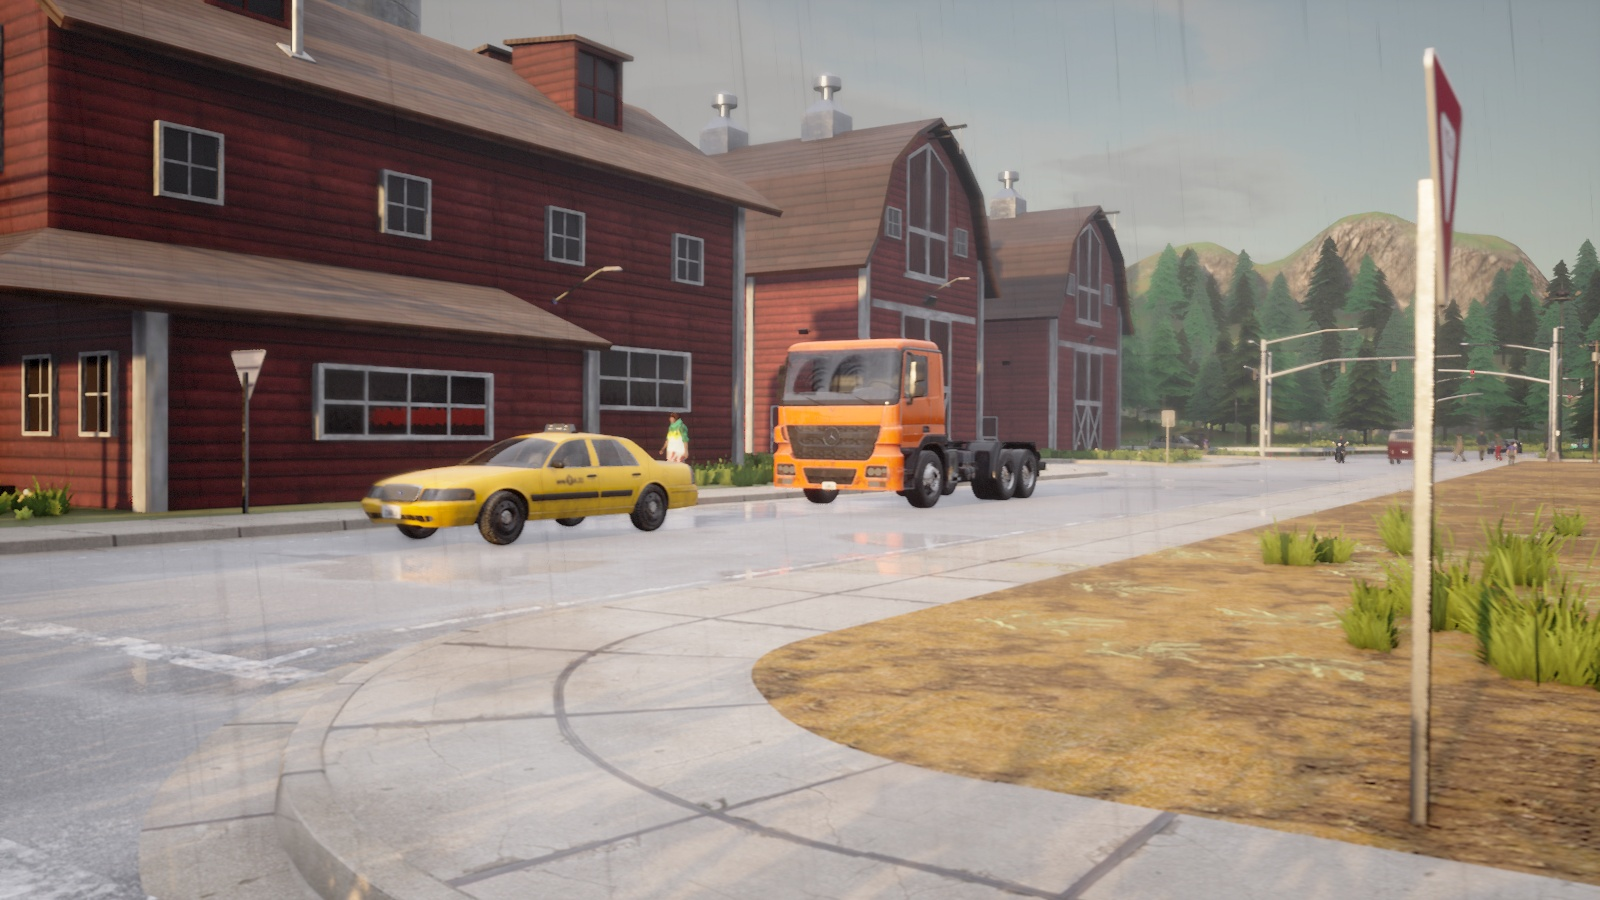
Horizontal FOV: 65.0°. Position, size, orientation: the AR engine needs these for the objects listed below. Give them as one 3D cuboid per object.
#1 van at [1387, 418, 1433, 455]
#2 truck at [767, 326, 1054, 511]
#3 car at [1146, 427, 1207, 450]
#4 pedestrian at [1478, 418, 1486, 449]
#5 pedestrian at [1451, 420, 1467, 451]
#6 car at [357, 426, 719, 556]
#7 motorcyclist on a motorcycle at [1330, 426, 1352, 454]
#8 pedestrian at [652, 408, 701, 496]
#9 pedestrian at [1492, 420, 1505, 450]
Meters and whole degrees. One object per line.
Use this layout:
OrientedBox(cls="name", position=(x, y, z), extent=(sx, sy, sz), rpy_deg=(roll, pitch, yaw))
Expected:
OrientedBox(cls="van", position=(33.643, -0.775, 69.244), extent=(1.775, 1.987, 4.442), rpy_deg=(0, 1, 33))
OrientedBox(cls="truck", position=(2.726, -0.653, 27.632), extent=(2.891, 3.462, 7.936), rpy_deg=(0, 1, 33))
OrientedBox(cls="car", position=(28.026, -0.841, 93.450), extent=(3.988, 1.617, 1.851), rpy_deg=(0, 1, 34))
OrientedBox(cls="pedestrian", position=(40.513, -1.003, 74.592), extent=(0.402, 1.842, 0.726), rpy_deg=(0, 1, 30))
OrientedBox(cls="pedestrian", position=(41.722, -0.937, 79.492), extent=(0.873, 1.952, 0.659), rpy_deg=(0, 1, 30))
OrientedBox(cls="car", position=(-3.492, 0.457, 17.957), extent=(1.801, 1.575, 5.366), rpy_deg=(0, 1, 33))
OrientedBox(cls="motorcyclist on a motorcycle", position=(30.497, -0.579, 70.822), extent=(0.866, 1.590, 1.817), rpy_deg=(0, 1, 33))
OrientedBox(cls="pedestrian", position=(-2.805, 0.040, 28.513), extent=(0.873, 1.952, 0.659), rpy_deg=(-1, 1, -29))
OrientedBox(cls="pedestrian", position=(43.738, -0.953, 78.673), extent=(0.614, 1.847, 0.353), rpy_deg=(-1, 1, -7))
